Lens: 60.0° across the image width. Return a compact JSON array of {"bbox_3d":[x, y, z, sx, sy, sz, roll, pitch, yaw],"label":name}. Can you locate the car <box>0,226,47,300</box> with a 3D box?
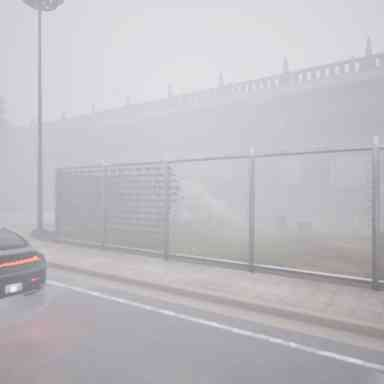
[{"bbox_3d":[-5.211,1.490,7.409,4.892,1.490,1.837,0,0,35],"label":"car"}]
